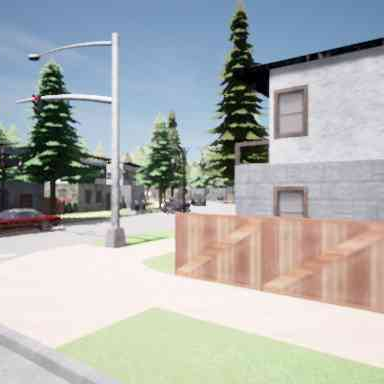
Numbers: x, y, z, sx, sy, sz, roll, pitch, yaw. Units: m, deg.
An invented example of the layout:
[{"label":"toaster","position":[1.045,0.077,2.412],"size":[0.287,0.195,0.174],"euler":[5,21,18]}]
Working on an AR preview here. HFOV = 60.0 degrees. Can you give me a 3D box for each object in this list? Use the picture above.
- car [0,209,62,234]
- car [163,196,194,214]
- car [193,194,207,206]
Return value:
[{"label":"car","position":[-9.435,1.569,17.520],"size":[1.895,1.301,4.718],"euler":[0,0,30]},{"label":"car","position":[-1.566,1.470,34.861],"size":[1.837,1.490,4.892],"euler":[0,0,15]},{"label":"car","position":[1.069,1.288,53.487],"size":[2.150,2.045,5.566],"euler":[0,0,-2]}]
